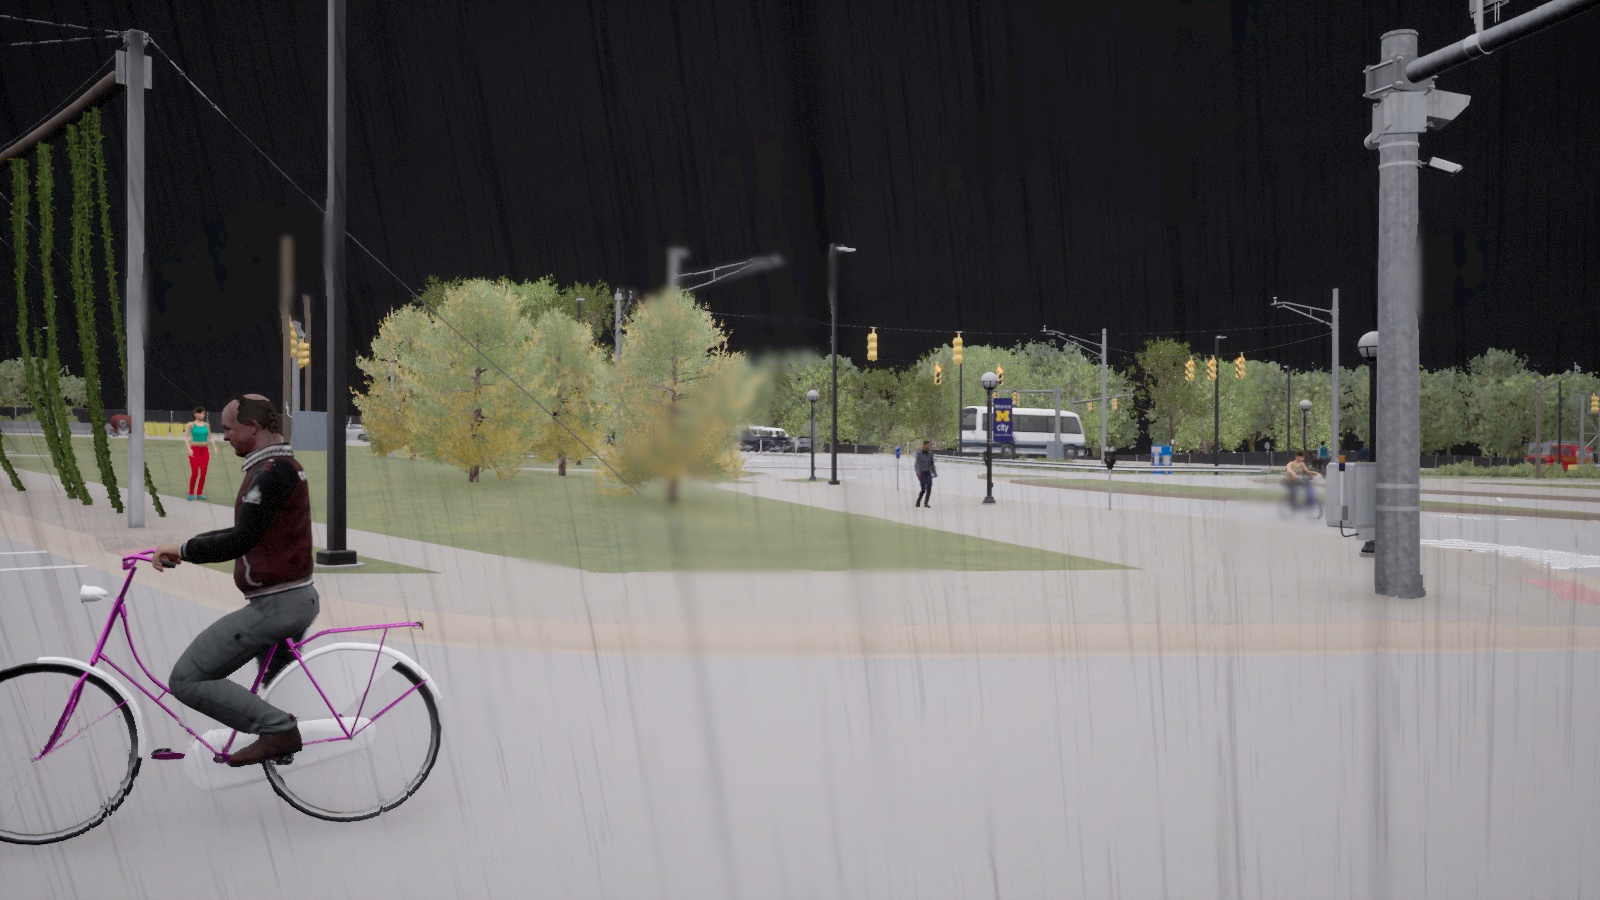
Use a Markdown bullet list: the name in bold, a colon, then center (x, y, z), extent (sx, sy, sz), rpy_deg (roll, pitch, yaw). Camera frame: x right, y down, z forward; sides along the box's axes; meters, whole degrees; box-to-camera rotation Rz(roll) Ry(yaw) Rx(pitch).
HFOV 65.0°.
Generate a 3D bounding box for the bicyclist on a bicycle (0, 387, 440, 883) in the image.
- **bicyclist on a bicycle**: center (-2.390, 0.666, 4.983), extent (1.843, 1.776, 0.659), rpy_deg (0, 0, -16)

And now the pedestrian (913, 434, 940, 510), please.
- **pedestrian**: center (3.277, 0.566, 32.647), extent (0.423, 1.949, 0.788), rpy_deg (0, 0, -17)

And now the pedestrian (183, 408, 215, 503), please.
- **pedestrian**: center (-11.703, 0.105, 24.461), extent (0.594, 1.836, 0.345), rpy_deg (0, 0, 41)

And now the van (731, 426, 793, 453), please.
- **van**: center (-3.010, -0.788, 99.228), extent (4.480, 2.038, 2.069), rpy_deg (1, 0, -18)

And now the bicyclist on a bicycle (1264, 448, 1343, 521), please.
- **bicyclist on a bicycle**: center (11.464, 0.766, 28.630), extent (0.866, 1.612, 1.509), rpy_deg (1, 1, -18)

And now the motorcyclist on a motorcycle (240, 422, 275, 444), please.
- **motorcyclist on a motorcycle**: center (-39.393, -1.226, 91.197), extent (2.191, 1.530, 0.866), rpy_deg (1, 0, -18)

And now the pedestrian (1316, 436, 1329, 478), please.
- **pedestrian**: center (24.430, 0.335, 58.728), extent (0.396, 1.930, 0.692), rpy_deg (0, 0, 10)
